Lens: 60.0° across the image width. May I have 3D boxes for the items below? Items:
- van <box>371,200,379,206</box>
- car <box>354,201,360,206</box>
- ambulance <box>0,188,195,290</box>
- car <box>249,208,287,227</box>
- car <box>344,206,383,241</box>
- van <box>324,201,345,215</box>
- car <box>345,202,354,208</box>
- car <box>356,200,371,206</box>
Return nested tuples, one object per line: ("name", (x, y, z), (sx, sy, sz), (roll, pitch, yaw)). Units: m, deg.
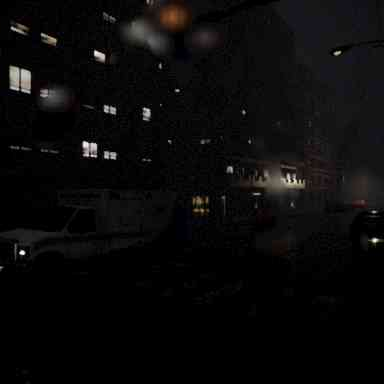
("van", (45.531, 2.875, 82.880), (1.690, 1.788, 3.998), (-2, -2, 35))
("car", (25.985, 2.547, 55.183), (1.887, 1.381, 4.507), (-2, -2, 35))
("ambulance", (-2.585, 1.154, 10.208), (2.351, 2.431, 6.366), (0, -2, 35))
("car", (6.302, 1.996, 27.379), (1.752, 1.417, 4.829), (-2, -2, 35))
("car", (9.924, 1.748, 18.109), (1.967, 1.590, 4.097), (-2, -2, 35))
("van", (19.455, 2.167, 45.966), (1.690, 1.788, 3.998), (-2, -2, 35))
("car", (22.720, 2.355, 50.575), (1.967, 1.590, 4.097), (-2, -2, 35))
("car", (32.511, 2.495, 64.411), (2.192, 1.841, 5.009), (-2, -2, 35))
